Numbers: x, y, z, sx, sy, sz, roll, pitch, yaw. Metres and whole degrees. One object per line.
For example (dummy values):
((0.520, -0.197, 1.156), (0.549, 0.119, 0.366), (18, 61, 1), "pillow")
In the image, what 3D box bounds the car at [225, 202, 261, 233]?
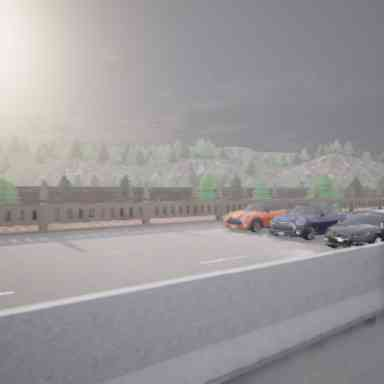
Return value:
((4.110, 1.360, 19.821), (4.553, 1.767, 2.097), (0, 0, -35), "car")

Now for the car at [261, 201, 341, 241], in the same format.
((6.011, 1.360, 16.879), (4.553, 1.767, 2.097), (0, 0, -35), "car")

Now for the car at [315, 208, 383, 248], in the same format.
((7.385, 1.512, 13.559), (4.892, 1.490, 1.837), (0, 0, -35), "car")
